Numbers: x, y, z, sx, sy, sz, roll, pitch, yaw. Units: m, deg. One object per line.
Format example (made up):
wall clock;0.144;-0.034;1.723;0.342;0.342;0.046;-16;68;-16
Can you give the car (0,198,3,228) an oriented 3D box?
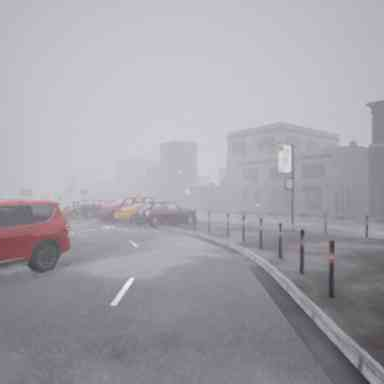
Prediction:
car;-16.144;1.497;22.418;5.566;2.045;2.435;0;-1;-39

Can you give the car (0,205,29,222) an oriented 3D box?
car;-17.564;2.039;32.276;2.033;1.411;5.357;0;-2;-38

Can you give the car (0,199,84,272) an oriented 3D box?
car;-5.699;1.236;8.452;2.150;2.045;5.566;1;1;27

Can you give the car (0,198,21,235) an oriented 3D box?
car;-12.715;1.395;18.167;5.566;2.045;2.435;0;-1;-39

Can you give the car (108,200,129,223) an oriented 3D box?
car;-3.734;1.658;26.521;5.008;1.535;2.097;0;-1;-39

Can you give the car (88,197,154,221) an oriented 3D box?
car;-5.588;1.460;28.780;5.566;2.045;2.435;0;-1;-39

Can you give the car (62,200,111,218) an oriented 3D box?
car;-11.354;1.813;35.979;4.553;1.767;2.185;0;-2;-39

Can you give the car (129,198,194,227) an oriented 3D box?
car;-1.850;1.479;24.144;4.553;1.767;2.185;0;-1;-39

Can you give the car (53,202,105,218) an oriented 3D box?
car;-13.004;2.026;38.389;5.366;1.575;1.946;0;-2;-39

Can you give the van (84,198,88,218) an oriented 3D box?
van;-9.526;1.632;33.556;4.442;1.987;1.878;0;-1;-39

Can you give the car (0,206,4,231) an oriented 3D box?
car;-14.405;1.695;20.227;4.892;1.521;2.231;0;-1;-39

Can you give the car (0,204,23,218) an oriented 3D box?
car;-23.119;2.315;40.264;4.902;1.511;2.128;-2;-2;24
